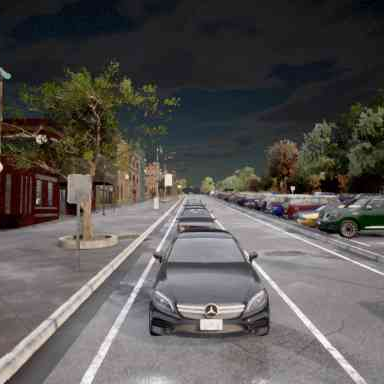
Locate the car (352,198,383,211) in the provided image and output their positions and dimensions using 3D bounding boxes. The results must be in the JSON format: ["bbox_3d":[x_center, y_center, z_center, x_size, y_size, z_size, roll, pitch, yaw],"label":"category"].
[{"bbox_3d":[22.238,1.451,40.176,4.792,1.488,2.163,0,0,0],"label":"car"}]

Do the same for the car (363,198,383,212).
[{"bbox_3d":[22.199,1.468,37.392,4.792,1.488,2.163,0,0,0],"label":"car"}]

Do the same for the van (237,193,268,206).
[{"bbox_3d":[9.175,1.113,50.653,4.442,1.987,1.878,0,1,0],"label":"van"}]

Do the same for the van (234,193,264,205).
[{"bbox_3d":[9.156,1.088,53.456,4.442,1.987,1.878,0,1,0],"label":"van"}]

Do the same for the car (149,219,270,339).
[{"bbox_3d":[0.255,1.524,6.803,1.812,1.442,4.674,0,0,0],"label":"car"}]

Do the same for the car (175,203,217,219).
[{"bbox_3d":[0.199,1.532,17.382,2.033,1.411,5.357,0,0,0],"label":"car"}]

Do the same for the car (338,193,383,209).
[{"bbox_3d":[22.162,1.153,42.948,5.566,2.045,2.435,0,0,0],"label":"car"}]

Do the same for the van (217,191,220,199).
[{"bbox_3d":[8.753,0.863,78.682,4.442,1.987,1.878,0,1,0],"label":"van"}]

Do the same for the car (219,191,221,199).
[{"bbox_3d":[8.917,0.938,67.470,5.566,2.045,2.435,0,1,0],"label":"car"}]

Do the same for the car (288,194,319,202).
[{"bbox_3d":[21.856,1.208,65.155,5.366,1.575,1.946,0,0,0],"label":"car"}]

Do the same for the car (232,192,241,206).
[{"bbox_3d":[9.050,1.113,47.848,5.566,2.045,2.435,0,1,0],"label":"car"}]

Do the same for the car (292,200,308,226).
[{"bbox_3d":[9.082,1.466,19.808,5.366,1.575,1.946,0,0,0],"label":"car"}]

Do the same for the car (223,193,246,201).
[{"bbox_3d":[8.895,1.039,70.274,4.553,1.767,2.185,0,1,0],"label":"car"}]

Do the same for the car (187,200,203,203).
[{"bbox_3d":[0.230,1.442,29.830,2.128,1.511,4.902,0,0,0],"label":"car"}]

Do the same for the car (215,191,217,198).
[{"bbox_3d":[8.845,1.064,81.488,5.008,1.535,2.097,0,1,0],"label":"car"}]

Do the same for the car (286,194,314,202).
[{"bbox_3d":[22.028,1.188,67.933,4.892,1.521,2.231,0,1,0],"label":"car"}]

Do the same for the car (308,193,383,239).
[{"bbox_3d":[9.258,1.220,17.006,5.566,2.045,2.435,0,0,0],"label":"car"}]

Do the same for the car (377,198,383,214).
[{"bbox_3d":[22.432,1.444,34.622,5.366,1.575,1.946,0,0,0],"label":"car"}]

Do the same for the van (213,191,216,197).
[{"bbox_3d":[8.677,0.764,89.895,4.442,1.987,1.878,0,1,0],"label":"van"}]

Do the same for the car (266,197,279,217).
[{"bbox_3d":[9.205,1.460,28.219,5.008,1.535,2.097,0,0,0],"label":"car"}]

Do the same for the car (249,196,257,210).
[{"bbox_3d":[9.183,1.469,36.631,4.792,1.488,2.163,0,0,0],"label":"car"}]

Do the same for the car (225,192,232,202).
[{"bbox_3d":[8.980,1.279,61.867,4.674,1.452,2.002,0,1,0],"label":"car"}]

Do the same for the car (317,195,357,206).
[{"bbox_3d":[22.321,1.332,51.279,5.366,1.575,1.946,0,1,0],"label":"car"}]

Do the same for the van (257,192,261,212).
[{"bbox_3d":[9.289,1.222,33.828,4.442,1.987,1.878,0,0,0],"label":"van"}]

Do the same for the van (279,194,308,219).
[{"bbox_3d":[9.346,1.237,25.416,4.442,1.987,1.878,0,0,0],"label":"van"}]

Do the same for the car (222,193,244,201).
[{"bbox_3d":[8.876,1.014,73.078,4.553,1.767,2.185,0,1,0],"label":"car"}]

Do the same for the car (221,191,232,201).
[{"bbox_3d":[8.936,0.963,64.667,5.566,2.045,2.435,0,1,0],"label":"car"}]

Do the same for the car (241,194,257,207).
[{"bbox_3d":[9.122,1.408,42.242,4.892,1.521,2.231,0,0,0],"label":"car"}]

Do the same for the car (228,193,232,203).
[{"bbox_3d":[9.014,1.290,56.260,4.892,1.521,2.231,0,1,0],"label":"car"}]

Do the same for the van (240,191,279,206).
[{"bbox_3d":[9.213,1.163,45.048,4.442,1.987,1.878,0,0,0],"label":"van"}]

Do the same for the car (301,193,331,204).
[{"bbox_3d":[22.109,1.135,59.605,4.553,1.767,2.185,0,1,0],"label":"car"}]

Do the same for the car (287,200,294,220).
[{"bbox_3d":[9.251,1.506,22.613,4.674,1.452,2.002,0,0,0],"label":"car"}]

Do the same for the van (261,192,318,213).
[{"bbox_3d":[9.075,1.230,31.025,4.442,1.987,1.878,0,0,0],"label":"van"}]

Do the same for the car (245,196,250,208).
[{"bbox_3d":[9.132,1.465,39.439,4.674,1.452,2.002,0,0,0],"label":"car"}]
